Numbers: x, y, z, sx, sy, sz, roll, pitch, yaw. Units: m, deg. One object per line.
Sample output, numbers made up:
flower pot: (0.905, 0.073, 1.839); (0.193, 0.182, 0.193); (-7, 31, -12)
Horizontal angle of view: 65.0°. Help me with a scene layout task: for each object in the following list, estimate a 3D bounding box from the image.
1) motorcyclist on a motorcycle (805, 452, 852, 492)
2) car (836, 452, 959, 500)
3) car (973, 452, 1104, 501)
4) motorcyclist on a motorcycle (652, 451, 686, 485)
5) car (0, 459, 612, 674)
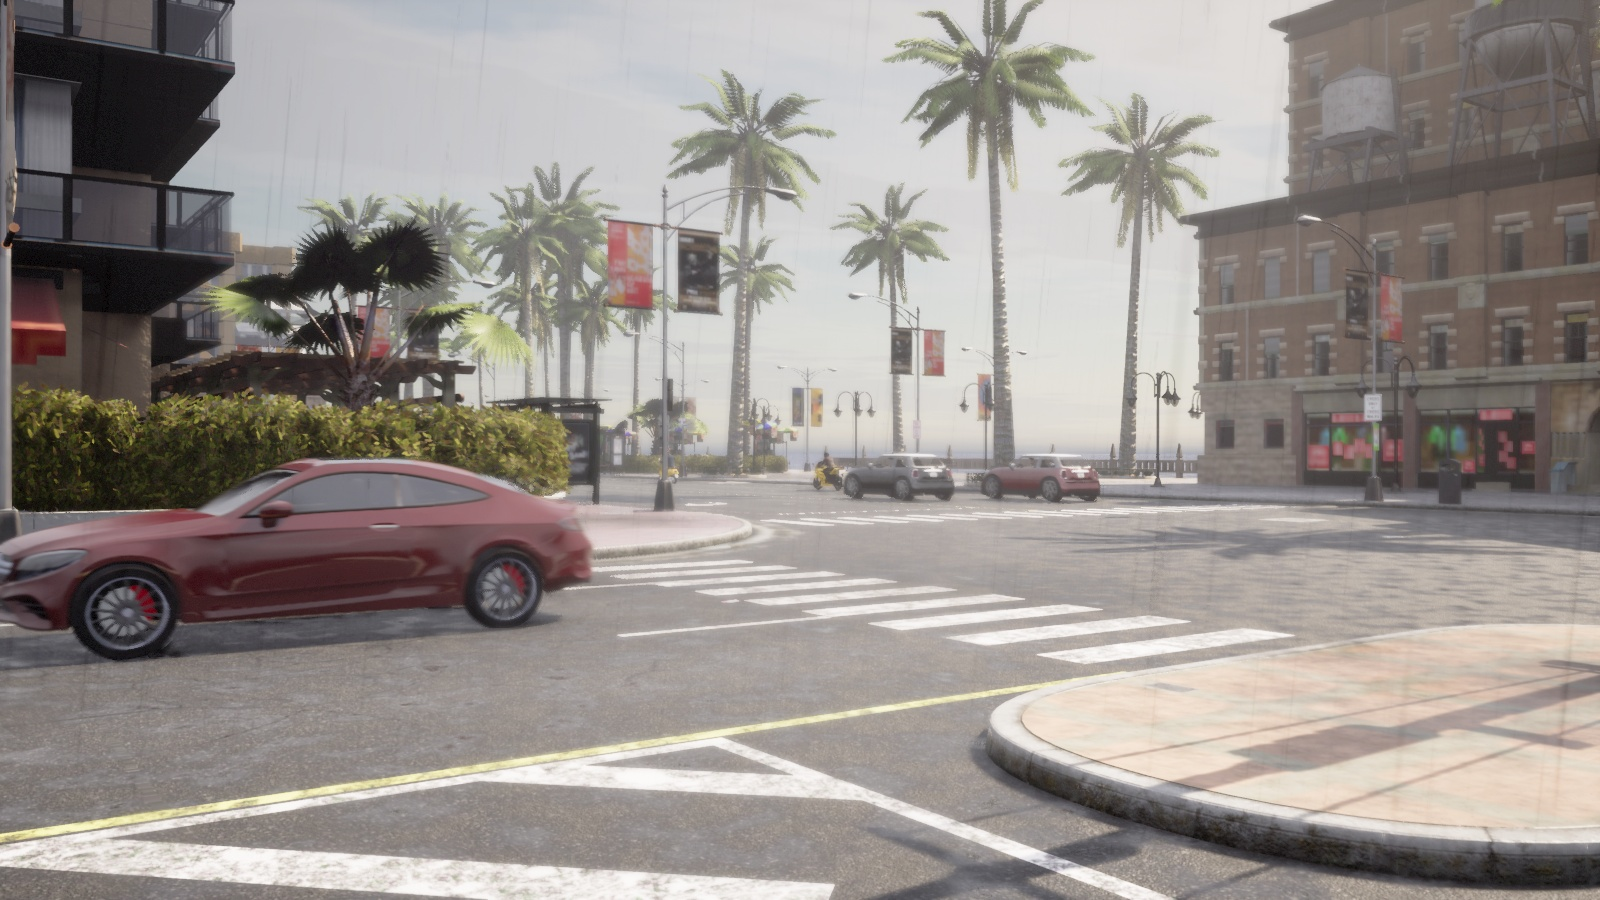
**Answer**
motorcyclist on a motorcycle: (1.122, 0.845, 49.468); (0.797, 1.523, 2.044); (0, 0, -34)
car: (3.077, 0.802, 40.312); (1.970, 1.475, 3.806); (0, 0, -34)
car: (7.546, 0.792, 39.975); (1.970, 1.475, 3.806); (0, 0, -34)
motorcyclist on a motorcycle: (-6.327, 0.859, 60.378); (0.866, 1.590, 1.817); (0, 0, -34)
car: (-4.096, 0.805, 10.521); (4.674, 1.442, 1.812); (0, 0, -35)
